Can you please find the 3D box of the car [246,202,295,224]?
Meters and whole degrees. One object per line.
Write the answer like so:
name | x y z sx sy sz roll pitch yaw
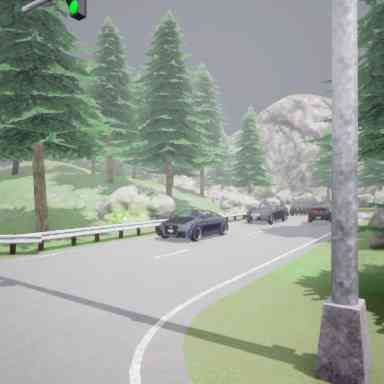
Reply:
car | 5.715 1.506 25.007 2.128 1.511 4.902 0 0 34

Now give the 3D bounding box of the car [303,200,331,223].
car | 10.182 1.587 25.186 1.837 1.490 4.892 0 -1 34

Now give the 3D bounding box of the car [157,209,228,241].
car | 0.138 1.578 16.773 1.994 1.385 4.181 0 0 34

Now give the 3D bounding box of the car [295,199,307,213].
car | 11.229 1.519 33.609 1.837 1.490 4.892 0 0 27
